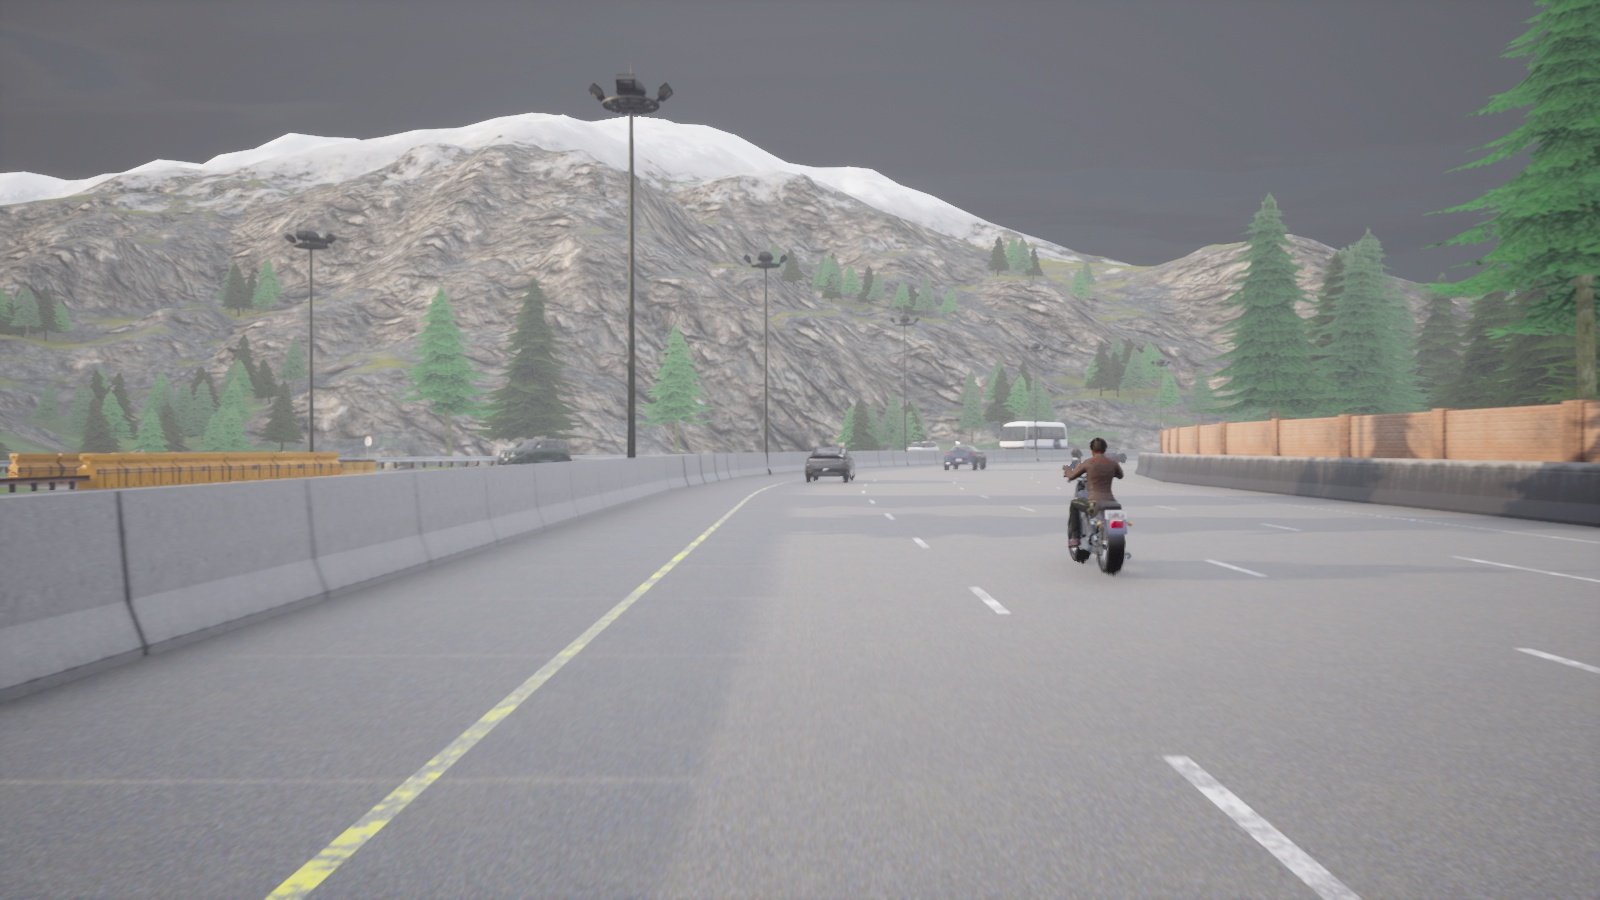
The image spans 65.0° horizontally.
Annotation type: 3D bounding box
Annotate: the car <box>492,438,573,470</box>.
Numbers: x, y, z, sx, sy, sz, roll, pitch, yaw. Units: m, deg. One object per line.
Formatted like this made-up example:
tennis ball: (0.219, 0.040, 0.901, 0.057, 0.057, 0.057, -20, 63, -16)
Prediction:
car: (-18.152, 0.248, 85.348, 2.150, 2.045, 5.566, 0, 0, 31)

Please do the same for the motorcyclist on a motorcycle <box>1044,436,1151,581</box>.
motorcyclist on a motorcycle: (3.604, 0.664, 15.409, 0.766, 1.649, 2.350, 0, 0, 0)

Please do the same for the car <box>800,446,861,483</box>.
car: (1.359, 0.576, 53.888, 2.128, 1.511, 4.902, 0, 0, 7)

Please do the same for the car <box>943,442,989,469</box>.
car: (10.714, 0.343, 80.706, 2.152, 1.651, 5.027, 0, 0, 17)
